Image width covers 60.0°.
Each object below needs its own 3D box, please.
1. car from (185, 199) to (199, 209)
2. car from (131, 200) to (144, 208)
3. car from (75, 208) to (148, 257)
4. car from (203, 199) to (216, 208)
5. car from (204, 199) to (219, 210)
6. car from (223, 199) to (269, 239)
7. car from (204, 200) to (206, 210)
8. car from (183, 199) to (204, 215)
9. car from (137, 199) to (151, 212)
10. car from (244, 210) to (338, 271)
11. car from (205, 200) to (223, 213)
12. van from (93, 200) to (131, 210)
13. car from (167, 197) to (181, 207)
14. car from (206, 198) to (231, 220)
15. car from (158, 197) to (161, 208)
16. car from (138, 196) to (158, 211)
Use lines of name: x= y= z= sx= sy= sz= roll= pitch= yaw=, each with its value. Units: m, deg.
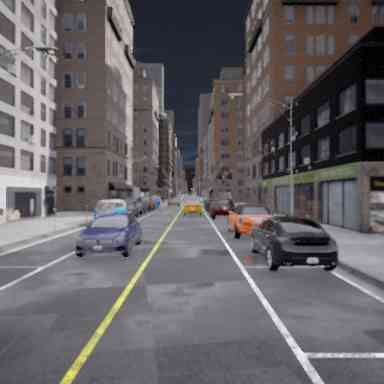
car: x=0.066 y=1.748 z=50.037 sx=2.033 sy=1.411 sz=5.357 roll=0 pitch=0 yaw=1
car: x=-5.846 y=1.689 z=29.697 sx=1.947 sy=1.339 sz=4.313 roll=0 pitch=0 yaw=0
car: x=-3.095 y=1.582 z=13.264 sx=1.812 sy=1.442 sz=4.674 roll=0 pitch=0 yaw=0
car: x=2.686 y=1.789 z=52.040 sx=1.802 sy=1.307 sz=4.206 roll=0 pitch=0 yaw=0
car: x=2.685 y=1.752 z=46.455 sx=1.947 sy=1.339 sz=4.313 roll=0 pitch=0 yaw=0
car: x=3.119 y=1.428 z=18.059 sx=2.097 sy=1.767 sz=4.553 roll=0 pitch=0 yaw=0
car: x=2.681 y=1.694 z=35.286 sx=2.008 sy=1.369 sz=4.403 roll=0 pitch=0 yaw=0
car: x=0.084 y=1.623 z=35.655 sx=1.882 sy=1.535 sz=5.008 roll=0 pitch=0 yaw=0
car: x=-5.844 y=1.710 z=35.284 sx=1.947 sy=1.339 sz=4.313 roll=0 pitch=0 yaw=0
car: x=3.149 y=1.551 z=11.088 sx=1.837 sy=1.490 sz=4.892 roll=0 pitch=0 yaw=0
car: x=2.683 y=1.731 z=40.870 sx=1.947 sy=1.339 sz=4.313 roll=0 pitch=0 yaw=0
van: x=-5.848 y=1.442 z=24.113 sx=1.690 sy=1.788 sz=3.998 roll=0 pitch=0 yaw=0
car: x=-2.982 y=1.628 z=56.263 sx=2.097 sy=1.767 sz=4.553 roll=0 pitch=0 yaw=0
car: x=2.680 y=1.437 z=29.701 sx=2.192 sy=1.841 sz=5.009 roll=0 pitch=0 yaw=0
car: x=-5.840 y=1.732 z=46.456 sx=1.887 sy=1.381 sz=4.507 roll=0 pitch=0 yaw=0
car: x=-5.841 y=1.481 z=40.869 sx=2.192 sy=1.841 sz=5.009 roll=0 pitch=0 yaw=0
